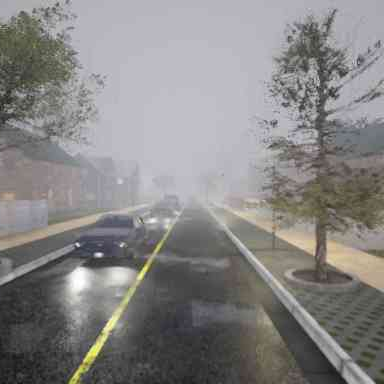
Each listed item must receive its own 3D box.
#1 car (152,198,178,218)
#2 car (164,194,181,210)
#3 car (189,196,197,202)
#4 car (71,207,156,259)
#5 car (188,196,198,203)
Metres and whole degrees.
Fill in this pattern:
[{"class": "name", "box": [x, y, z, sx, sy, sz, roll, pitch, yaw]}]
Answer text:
[{"class": "car", "box": [-2.682, 1.559, 30.506, 1.994, 1.385, 4.181, 0, 0, 0]}, {"class": "car", "box": [-2.636, 1.280, 42.260, 2.150, 2.045, 5.566, 0, 0, 0]}, {"class": "car", "box": [0.224, 1.680, 82.176, 1.895, 1.301, 4.718, 0, 0, 0]}, {"class": "car", "box": [-2.816, 1.529, 12.778, 2.033, 1.411, 5.357, 0, 0, 0]}, {"class": "car", "box": [0.197, 1.585, 72.135, 1.994, 1.385, 4.181, 0, 0, 0]}]
